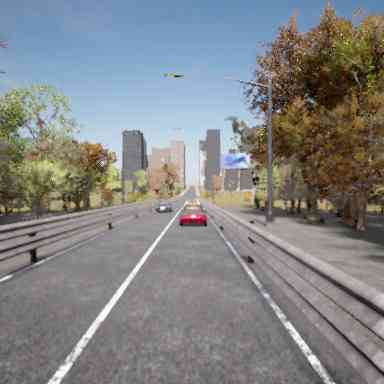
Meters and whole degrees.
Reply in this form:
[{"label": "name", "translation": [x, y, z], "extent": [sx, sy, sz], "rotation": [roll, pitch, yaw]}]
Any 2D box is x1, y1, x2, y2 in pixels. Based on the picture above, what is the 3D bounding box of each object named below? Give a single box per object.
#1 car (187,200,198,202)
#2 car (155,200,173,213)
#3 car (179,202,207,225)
[{"label": "car", "translation": [0.087, 1.734, 42.863], "extent": [1.882, 1.535, 5.008], "rotation": [0, 0, 0]}, {"label": "car", "translation": [-3.349, 1.731, 40.656], "extent": [2.128, 1.511, 4.902], "rotation": [0, -1, 0]}, {"label": "car", "translation": [0.093, 1.674, 24.956], "extent": [1.994, 1.385, 4.181], "rotation": [0, 0, 0]}]
